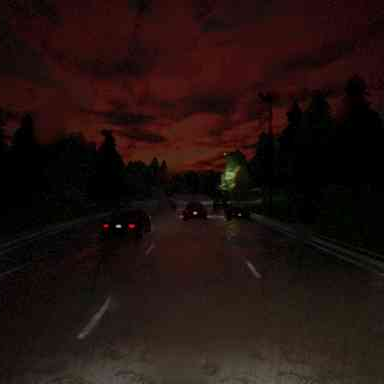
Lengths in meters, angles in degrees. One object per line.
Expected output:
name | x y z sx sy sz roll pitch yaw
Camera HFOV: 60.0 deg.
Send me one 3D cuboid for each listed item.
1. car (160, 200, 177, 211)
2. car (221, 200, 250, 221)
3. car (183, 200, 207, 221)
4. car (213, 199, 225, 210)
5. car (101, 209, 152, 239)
car | -3.117 1.730 43.563 1.994 1.385 4.181 0 0 0
car | 3.782 1.647 28.507 1.812 1.442 4.674 0 0 0
car | 0.271 1.679 28.818 1.994 1.385 4.181 0 0 0
car | 3.901 1.684 46.154 2.128 1.511 4.902 0 0 0
car | -3.292 1.610 17.529 2.033 1.411 5.357 0 0 0
